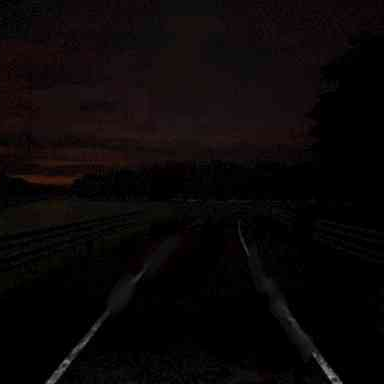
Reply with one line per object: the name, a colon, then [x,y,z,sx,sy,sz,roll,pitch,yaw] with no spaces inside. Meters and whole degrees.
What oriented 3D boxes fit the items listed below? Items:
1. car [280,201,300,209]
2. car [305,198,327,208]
car: [18.278,2.324,61.874,5.008,1.535,1.882,1,-1,-44]
car: [25.652,2.218,68.825,5.566,2.045,2.150,1,-1,-35]
